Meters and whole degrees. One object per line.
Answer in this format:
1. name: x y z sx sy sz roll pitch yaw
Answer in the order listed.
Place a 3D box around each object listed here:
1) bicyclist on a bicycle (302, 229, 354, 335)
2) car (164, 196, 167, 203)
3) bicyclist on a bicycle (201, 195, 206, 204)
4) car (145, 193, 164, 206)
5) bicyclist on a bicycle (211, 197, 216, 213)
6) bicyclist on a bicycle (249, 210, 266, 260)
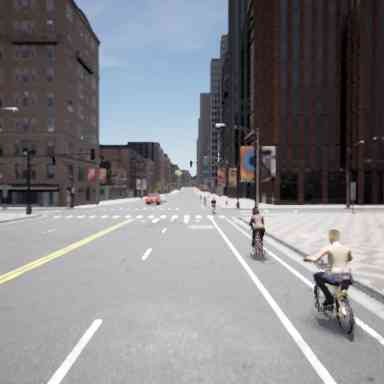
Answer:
1. bicyclist on a bicycle: 2.408 1.431 5.725 0.866 1.612 1.509 0 0 0
2. car: -6.512 1.531 71.911 1.812 1.442 4.674 0 0 0
3. bicyclist on a bicycle: 2.249 1.455 57.512 0.582 1.620 1.656 0 0 0
4. car: -6.566 1.225 56.574 2.150 2.045 5.566 0 0 1
5. bicyclist on a bicycle: 2.253 1.362 34.631 0.659 1.776 1.843 0 1 0
6. bicyclist on a bicycle: 2.256 1.444 11.440 0.582 1.620 1.656 0 0 0
